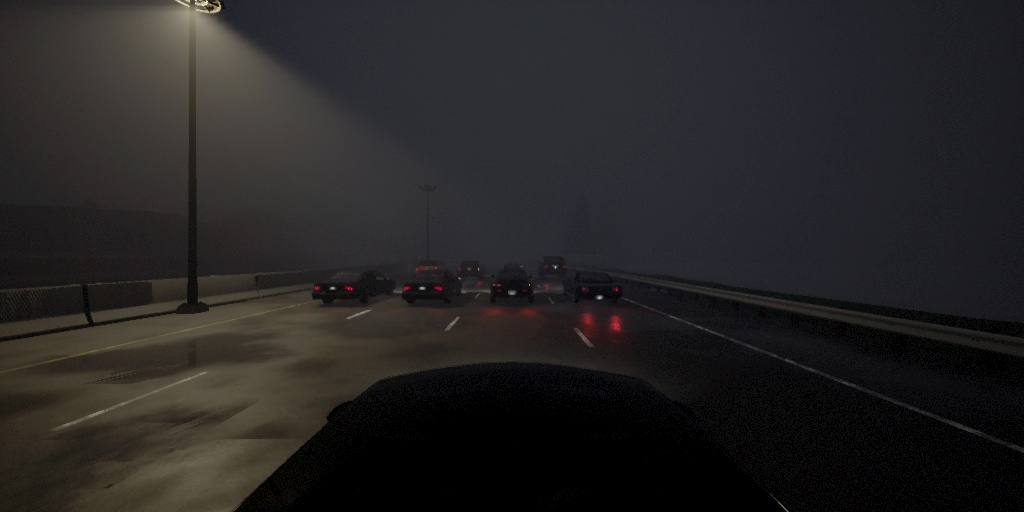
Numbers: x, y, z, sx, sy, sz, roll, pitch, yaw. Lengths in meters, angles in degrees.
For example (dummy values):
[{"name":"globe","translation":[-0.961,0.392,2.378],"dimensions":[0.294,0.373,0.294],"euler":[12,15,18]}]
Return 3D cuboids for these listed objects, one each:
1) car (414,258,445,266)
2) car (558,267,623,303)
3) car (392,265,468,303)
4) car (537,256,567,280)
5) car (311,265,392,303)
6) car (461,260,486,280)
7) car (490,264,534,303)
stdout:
[{"name":"car","translation":[-7.000,1.116,31.470],"dimensions":[2.097,1.767,4.553],"euler":[0,0,0]},{"name":"car","translation":[3.500,1.366,16.530],"dimensions":[1.895,1.301,4.718],"euler":[0,0,0]},{"name":"car","translation":[-3.500,1.313,16.500],"dimensions":[2.033,1.411,5.357],"euler":[0,0,0]},{"name":"car","translation":[3.500,1.008,31.530],"dimensions":[2.150,2.045,5.566],"euler":[0,0,0]},{"name":"car","translation":[-7.000,1.313,16.500],"dimensions":[2.033,1.411,5.357],"euler":[0,0,0]},{"name":"car","translation":[-3.500,1.116,31.470],"dimensions":[2.097,1.767,4.553],"euler":[0,0,0]},{"name":"car","translation":[0.000,1.283,16.500],"dimensions":[1.812,1.442,4.674],"euler":[0,0,0]}]
